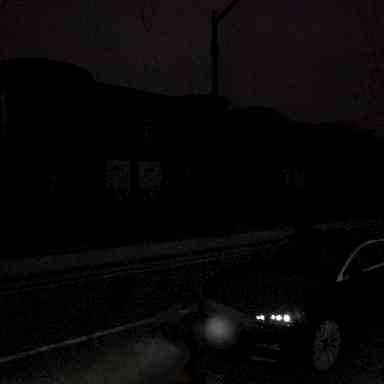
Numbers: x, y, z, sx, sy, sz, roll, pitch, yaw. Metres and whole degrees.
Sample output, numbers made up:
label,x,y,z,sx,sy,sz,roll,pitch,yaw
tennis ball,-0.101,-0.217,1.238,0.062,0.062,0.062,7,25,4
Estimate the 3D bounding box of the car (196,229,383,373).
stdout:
label,x,y,z,sx,sy,sz,roll,pitch,yaw
car,2.315,1.446,5.657,4.902,1.511,2.128,-1,0,-36
